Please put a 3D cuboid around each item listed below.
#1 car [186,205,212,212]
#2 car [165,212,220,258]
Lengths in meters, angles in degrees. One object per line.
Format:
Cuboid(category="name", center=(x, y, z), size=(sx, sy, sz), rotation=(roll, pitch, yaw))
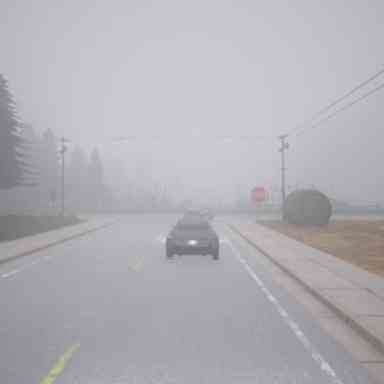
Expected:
Cuboid(category="car", center=(0.611, 1.854, 28.740), size=(1.812, 1.442, 4.674), rotation=(0, 0, 15))
Cuboid(category="car", center=(0.028, 1.720, 13.410), size=(1.994, 1.385, 4.181), rotation=(0, -1, 0))
